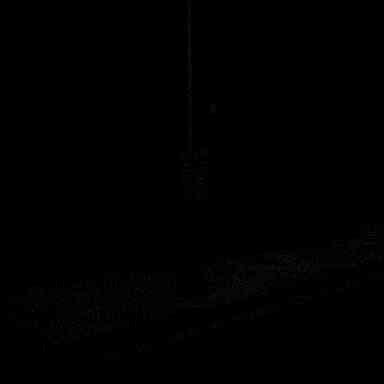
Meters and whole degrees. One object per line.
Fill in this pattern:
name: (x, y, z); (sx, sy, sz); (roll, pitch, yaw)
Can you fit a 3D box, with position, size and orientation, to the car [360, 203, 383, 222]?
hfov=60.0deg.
car: (13.501, 1.446, 22.989); (1.994, 1.385, 4.181); (0, 1, -36)
